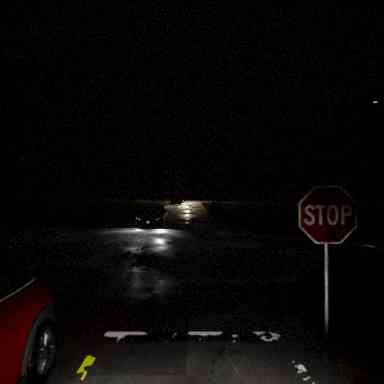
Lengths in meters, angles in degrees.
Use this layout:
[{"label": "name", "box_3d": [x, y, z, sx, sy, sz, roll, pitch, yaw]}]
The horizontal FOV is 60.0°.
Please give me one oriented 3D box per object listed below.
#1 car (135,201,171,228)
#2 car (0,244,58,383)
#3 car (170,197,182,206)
[{"label": "car", "box_3d": [-2.723, 1.592, 22.940, 1.837, 1.490, 4.892, 0, 1, 0]}, {"label": "car", "box_3d": [-2.748, 1.353, 2.304, 2.097, 1.767, 4.553, 0, 0, 0]}, {"label": "car", "box_3d": [-2.689, 1.577, 56.452, 2.033, 1.411, 5.357, 0, 0, 0]}]
